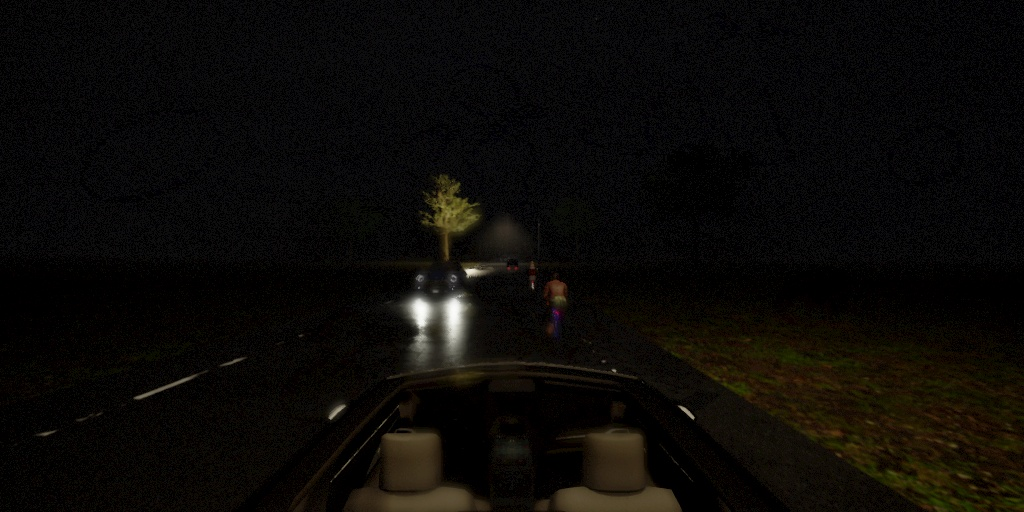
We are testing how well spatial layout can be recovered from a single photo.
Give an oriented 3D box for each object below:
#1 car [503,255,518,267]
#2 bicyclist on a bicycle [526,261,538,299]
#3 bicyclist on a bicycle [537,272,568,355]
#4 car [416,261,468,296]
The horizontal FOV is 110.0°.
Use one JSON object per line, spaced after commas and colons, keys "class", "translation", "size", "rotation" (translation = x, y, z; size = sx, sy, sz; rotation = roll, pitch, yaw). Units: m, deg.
{"class": "car", "translation": [0.067, 1.028, 61.330], "size": [2.128, 1.511, 4.902], "rotation": [0, 1, 0]}
{"class": "bicyclist on a bicycle", "translation": [0.951, 1.102, 17.115], "size": [0.659, 1.776, 1.843], "rotation": [0, 0, 0]}
{"class": "bicyclist on a bicycle", "translation": [0.956, 1.198, 7.772], "size": [0.582, 1.620, 1.656], "rotation": [0, 0, 0]}
{"class": "car", "translation": [-3.610, 1.080, 19.163], "size": [2.097, 1.767, 4.553], "rotation": [0, 0, 0]}
